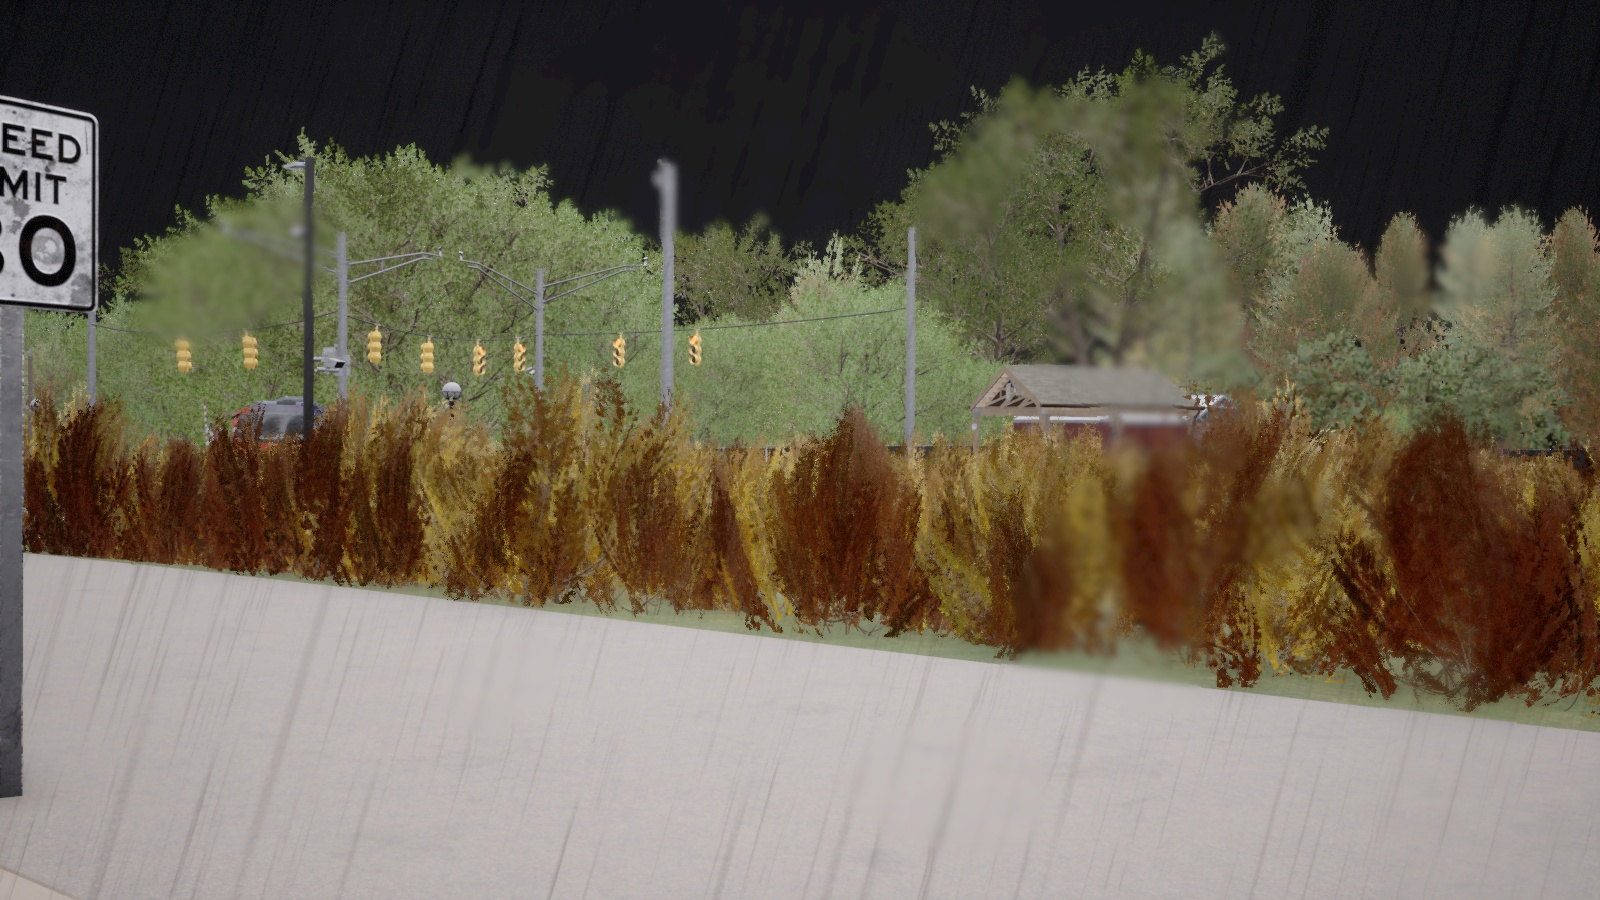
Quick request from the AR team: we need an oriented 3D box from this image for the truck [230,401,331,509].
[{"bbox_3d":[-20.319,0.258,48.804,2.891,3.827,8.468,0,-1,-27],"label":"truck"}]
